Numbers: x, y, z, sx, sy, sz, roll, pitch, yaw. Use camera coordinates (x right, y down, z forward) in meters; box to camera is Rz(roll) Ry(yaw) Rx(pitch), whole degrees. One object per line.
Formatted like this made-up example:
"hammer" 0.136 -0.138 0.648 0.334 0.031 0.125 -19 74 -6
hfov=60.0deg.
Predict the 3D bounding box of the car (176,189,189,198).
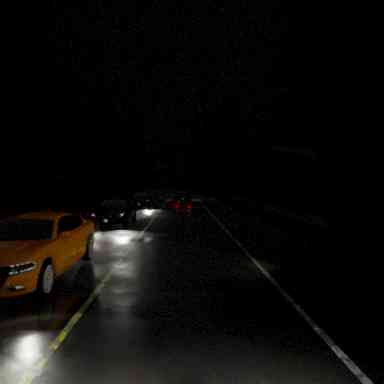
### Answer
"car" -1.411 0.181 49.035 1.895 1.301 4.718 0 2 -2

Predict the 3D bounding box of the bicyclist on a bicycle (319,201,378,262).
"bicyclist on a bicycle" 4.186 1.060 8.973 1.656 1.620 0.582 -5 2 -2

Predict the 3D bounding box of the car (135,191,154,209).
"car" -4.475 0.668 29.867 1.812 1.442 4.674 0 2 -1

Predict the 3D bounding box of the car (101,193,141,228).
"car" -4.134 1.009 18.047 1.812 1.442 4.674 0 2 -1

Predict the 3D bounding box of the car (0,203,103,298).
"car" -3.826 1.245 8.184 1.882 1.535 5.008 0 2 -2

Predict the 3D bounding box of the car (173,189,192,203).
"car" -1.036 0.437 37.556 1.812 1.442 4.674 0 2 -2
